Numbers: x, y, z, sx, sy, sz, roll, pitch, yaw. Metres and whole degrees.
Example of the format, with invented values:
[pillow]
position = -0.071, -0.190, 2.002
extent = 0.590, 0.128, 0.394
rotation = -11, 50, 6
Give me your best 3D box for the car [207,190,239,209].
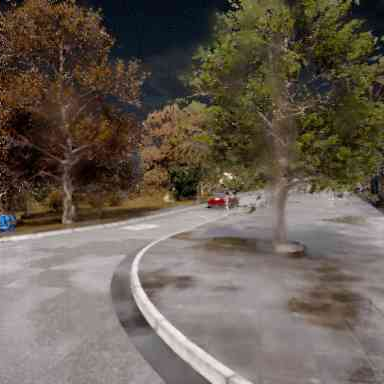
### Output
[car]
position = 3.068, 0.539, 32.173
extent = 2.097, 1.767, 4.553
rotation = -2, 3, 21
